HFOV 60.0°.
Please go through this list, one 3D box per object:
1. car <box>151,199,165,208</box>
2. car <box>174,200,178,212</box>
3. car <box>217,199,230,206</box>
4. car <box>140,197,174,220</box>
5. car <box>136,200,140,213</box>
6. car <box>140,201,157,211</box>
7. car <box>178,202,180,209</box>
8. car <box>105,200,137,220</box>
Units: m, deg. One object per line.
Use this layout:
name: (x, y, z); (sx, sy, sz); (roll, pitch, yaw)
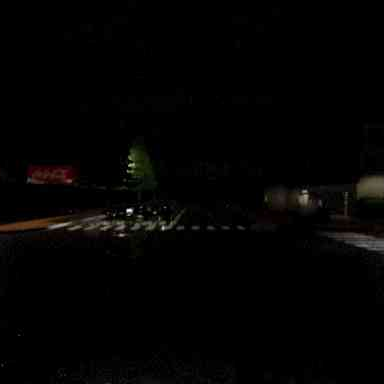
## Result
car: (-6.232, 2.064, 60.733); (1.882, 1.535, 5.008); (0, -1, 2)
car: (-3.142, 2.008, 42.257); (1.895, 1.301, 4.718); (0, -1, 1)
car: (6.706, 2.224, 71.295); (1.994, 1.385, 4.181); (0, -1, 21)
car: (-3.286, 1.536, 32.499); (2.150, 2.045, 5.566); (0, -1, 1)
car: (-6.673, 1.747, 40.557); (2.097, 1.767, 4.553); (0, -1, 1)
car: (-6.515, 2.053, 50.450); (1.994, 1.385, 4.181); (0, -1, 0)
car: (-2.967, 2.006, 52.203); (1.837, 1.490, 4.892); (0, -1, 2)
car: (-6.794, 1.815, 31.589); (1.837, 1.490, 4.892); (0, -1, 1)
